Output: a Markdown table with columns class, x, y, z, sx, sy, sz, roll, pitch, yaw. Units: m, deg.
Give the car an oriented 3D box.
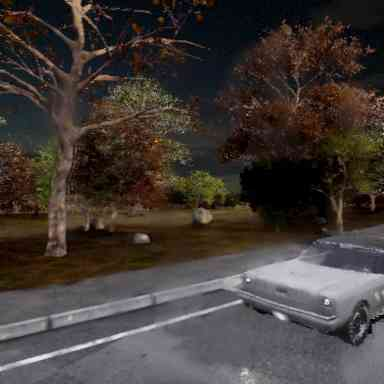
| class | x | y | z | sx | sy | sz | roll | pitch | yaw |
| --- | --- | --- | --- | --- | --- | --- | --- | --- | --- |
| car | 3.095 | 1.611 | 6.528 | 4.718 | 1.301 | 1.895 | 0 | 0 | -39 |
